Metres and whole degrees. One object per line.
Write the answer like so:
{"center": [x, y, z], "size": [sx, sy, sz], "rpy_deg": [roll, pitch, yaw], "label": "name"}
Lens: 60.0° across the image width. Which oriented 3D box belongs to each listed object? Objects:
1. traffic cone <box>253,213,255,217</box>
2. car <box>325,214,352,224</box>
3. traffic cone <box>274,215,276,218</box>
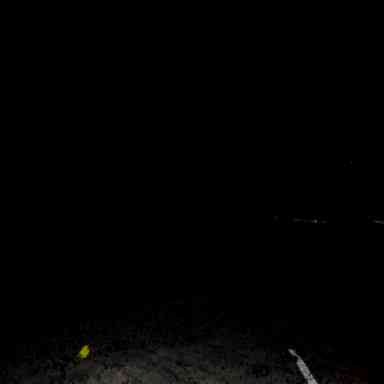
{"center": [8.278, 3.068, 44.114], "size": [0.340, 0.580, 0.340], "rpy_deg": [3, -2, 41], "label": "traffic cone"}
{"center": [23.434, 4.242, 53.246], "size": [4.902, 1.511, 2.128], "rpy_deg": [6, -2, -29], "label": "car"}
{"center": [11.931, 3.473, 47.909], "size": [0.340, 0.580, 0.340], "rpy_deg": [6, -2, -43], "label": "traffic cone"}
